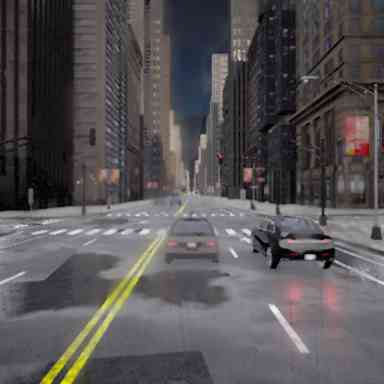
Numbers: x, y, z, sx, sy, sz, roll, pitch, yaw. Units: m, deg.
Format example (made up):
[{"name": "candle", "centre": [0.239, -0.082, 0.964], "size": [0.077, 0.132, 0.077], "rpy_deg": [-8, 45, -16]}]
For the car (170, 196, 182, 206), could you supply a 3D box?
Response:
[{"name": "car", "centre": [-3.288, 1.841, 67.815], "size": [2.150, 2.045, 5.566], "rpy_deg": [0, 0, 0]}]

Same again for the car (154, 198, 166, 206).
[{"name": "car", "centre": [-6.540, 1.972, 67.884], "size": [2.097, 1.767, 4.553], "rpy_deg": [0, -1, 0]}]

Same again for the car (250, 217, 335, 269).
[{"name": "car", "centre": [3.244, 1.604, 11.562], "size": [2.128, 1.511, 4.902], "rpy_deg": [0, -1, 0]}]

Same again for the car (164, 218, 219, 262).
[{"name": "car", "centre": [0.004, 1.669, 12.536], "size": [2.033, 1.411, 5.357], "rpy_deg": [0, -1, 0]}]
